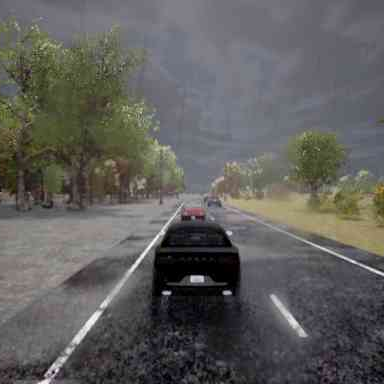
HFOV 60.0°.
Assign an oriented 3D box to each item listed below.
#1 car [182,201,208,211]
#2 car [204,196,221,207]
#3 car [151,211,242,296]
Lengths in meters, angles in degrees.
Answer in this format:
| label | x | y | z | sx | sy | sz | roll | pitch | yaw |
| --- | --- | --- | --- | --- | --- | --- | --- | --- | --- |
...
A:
| label | x | y | z | sx | sy | sz | roll | pitch | yaw |
| --- | --- | --- | --- | --- | --- | --- | --- | --- | --- |
| car | 0.093 | 1.651 | 27.109 | 1.895 | 1.301 | 4.718 | 0 | 0 | 0 |
| car | 3.589 | 1.456 | 54.726 | 2.097 | 1.767 | 4.553 | 0 | 0 | 0 |
| car | 0.097 | 1.494 | 8.737 | 1.882 | 1.535 | 5.008 | 0 | 0 | 0 |
